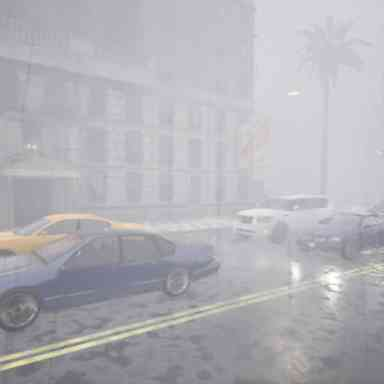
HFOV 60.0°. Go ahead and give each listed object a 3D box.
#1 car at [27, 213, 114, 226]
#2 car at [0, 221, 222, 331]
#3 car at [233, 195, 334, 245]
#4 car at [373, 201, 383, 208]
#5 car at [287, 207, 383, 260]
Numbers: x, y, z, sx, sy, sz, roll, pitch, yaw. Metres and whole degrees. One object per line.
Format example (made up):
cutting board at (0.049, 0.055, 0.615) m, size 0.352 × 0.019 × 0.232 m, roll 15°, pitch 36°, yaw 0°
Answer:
car at (-3.850, 1.406, 9.833) m, size 5.008 × 1.535 × 1.882 m, roll 0°, pitch 0°, yaw -35°
car at (-1.889, 1.499, 6.937) m, size 5.357 × 1.411 × 2.033 m, roll 0°, pitch 0°, yaw -35°
car at (4.515, 1.152, 15.632) m, size 5.566 × 2.045 × 2.150 m, roll 0°, pitch 0°, yaw -34°
car at (13.043, 1.286, 21.452) m, size 4.553 × 1.767 × 2.097 m, roll 0°, pitch 0°, yaw -34°
car at (5.887, 1.480, 12.326) m, size 4.674 × 1.442 × 1.812 m, roll 0°, pitch 0°, yaw -34°
